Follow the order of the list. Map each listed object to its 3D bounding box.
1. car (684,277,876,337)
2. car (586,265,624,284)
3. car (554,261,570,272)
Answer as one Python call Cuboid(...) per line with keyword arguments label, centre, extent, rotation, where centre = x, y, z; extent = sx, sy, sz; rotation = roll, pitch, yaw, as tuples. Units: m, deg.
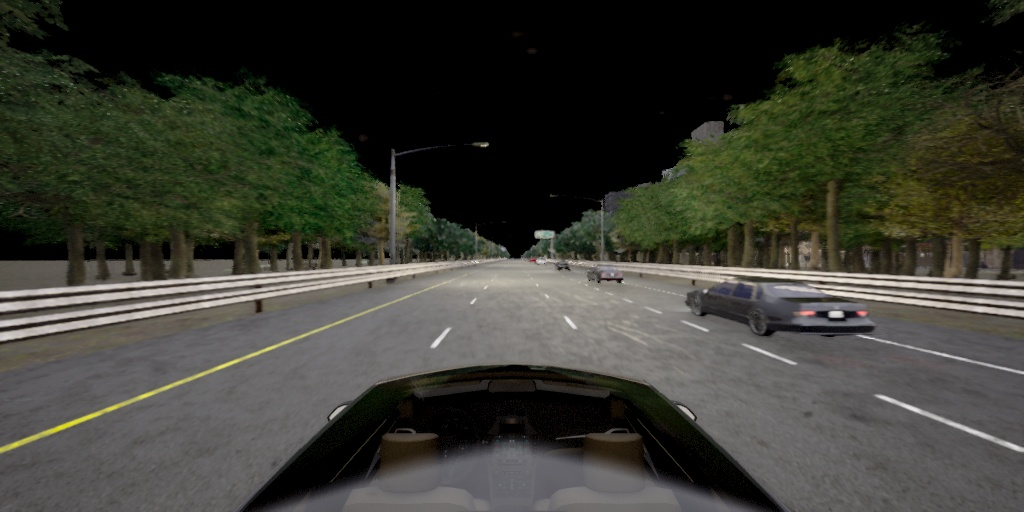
Cuboid(label="car", centre=(7.007, 1.312, 10.264), extent=(2.033, 1.411, 5.357), rotation=(0, 0, 0))
Cuboid(label="car", centre=(7.044, 1.378, 27.663), extent=(2.033, 1.411, 5.357), rotation=(0, 0, 0))
Cuboid(label="car", centre=(7.150, 1.446, 51.673), extent=(1.837, 1.490, 4.892), rotation=(0, 0, 0))
